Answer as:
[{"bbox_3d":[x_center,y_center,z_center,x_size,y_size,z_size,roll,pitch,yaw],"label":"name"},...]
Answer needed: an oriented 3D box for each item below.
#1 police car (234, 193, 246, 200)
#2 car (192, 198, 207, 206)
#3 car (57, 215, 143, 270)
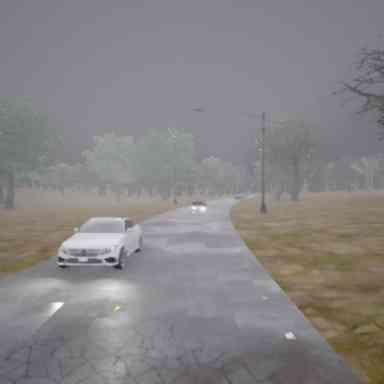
[{"bbox_3d":[12.432,1.310,88.547,1.930,1.638,5.238,0,0,13],"label":"police car"},{"bbox_3d":[1.188,1.608,53.377,1.895,1.301,4.718,0,0,9],"label":"car"},{"bbox_3d":[-2.852,1.552,11.291,1.812,1.442,4.674,0,0,2],"label":"car"}]
